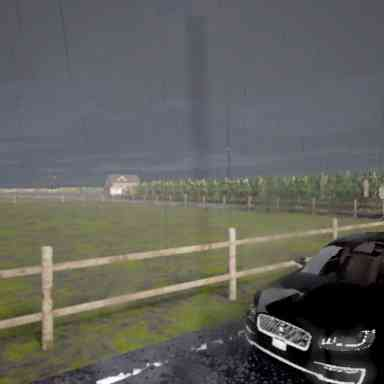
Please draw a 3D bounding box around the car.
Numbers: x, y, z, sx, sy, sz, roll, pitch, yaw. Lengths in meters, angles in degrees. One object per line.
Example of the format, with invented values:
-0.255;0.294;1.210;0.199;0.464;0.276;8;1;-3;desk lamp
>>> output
2.966;1.452;5.176;4.892;1.490;1.837;-1;0;-35;car
